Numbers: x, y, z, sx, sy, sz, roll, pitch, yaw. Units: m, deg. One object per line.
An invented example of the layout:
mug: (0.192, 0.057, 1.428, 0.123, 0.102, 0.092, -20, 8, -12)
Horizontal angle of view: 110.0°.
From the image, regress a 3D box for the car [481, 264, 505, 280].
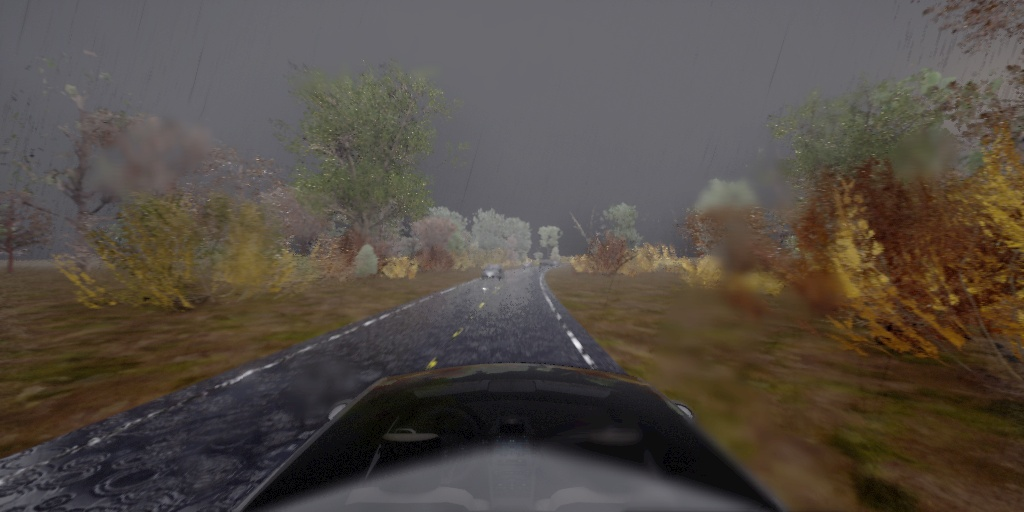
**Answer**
car: (-1.818, 1.540, 34.950, 2.128, 1.511, 4.902, 0, -1, 5)

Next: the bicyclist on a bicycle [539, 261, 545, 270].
bicyclist on a bicycle: (4.842, 1.690, 60.736, 0.659, 1.776, 1.843, 0, -1, 8)
